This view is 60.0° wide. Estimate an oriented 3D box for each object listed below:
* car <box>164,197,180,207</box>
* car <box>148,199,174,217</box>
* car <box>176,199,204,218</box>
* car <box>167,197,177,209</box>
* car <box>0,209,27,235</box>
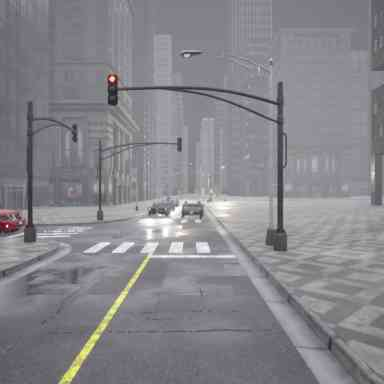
[{"bbox_3d":[-3.056,1.499,51.380,2.128,1.511,4.902,0,0,0],"label":"car"},{"bbox_3d":[-3.084,1.601,31.957,1.895,1.301,4.718,0,0,0],"label":"car"},{"bbox_3d":[0.054,1.491,29.744,2.128,1.511,4.902,0,0,2],"label":"car"},{"bbox_3d":[-3.080,1.603,41.301,1.895,1.301,4.718,0,0,0],"label":"car"},{"bbox_3d":[-12.113,1.381,18.079,5.566,2.045,2.150,-1,0,-3],"label":"car"}]
